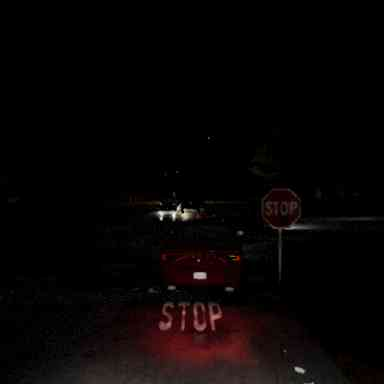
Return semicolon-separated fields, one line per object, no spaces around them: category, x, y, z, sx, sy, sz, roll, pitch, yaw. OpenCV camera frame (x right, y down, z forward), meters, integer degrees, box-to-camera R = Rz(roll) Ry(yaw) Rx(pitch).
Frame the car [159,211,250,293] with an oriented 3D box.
car;0.375;1.500;9.011;1.882;1.535;5.008;0;0;5

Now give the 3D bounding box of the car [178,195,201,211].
car;-0.169;1.333;39.039;2.150;2.045;5.566;0;0;-1

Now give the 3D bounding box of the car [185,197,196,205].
car;-0.305;1.790;66.979;1.994;1.385;4.181;0;0;0

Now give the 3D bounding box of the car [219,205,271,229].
car;3.259;1.516;20.735;4.181;1.385;1.994;-1;1;0

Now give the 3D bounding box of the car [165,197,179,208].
car;-3.114;1.640;52.563;1.882;1.535;5.008;0;0;0

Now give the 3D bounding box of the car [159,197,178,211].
car;-3.034;1.478;43.088;2.097;1.767;4.553;0;0;-1

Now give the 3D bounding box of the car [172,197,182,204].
car;-3.202;1.767;72.864;2.033;1.411;5.357;0;0;0

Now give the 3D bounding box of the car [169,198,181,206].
car;-3.149;1.769;62.456;1.994;1.385;4.181;0;0;0
